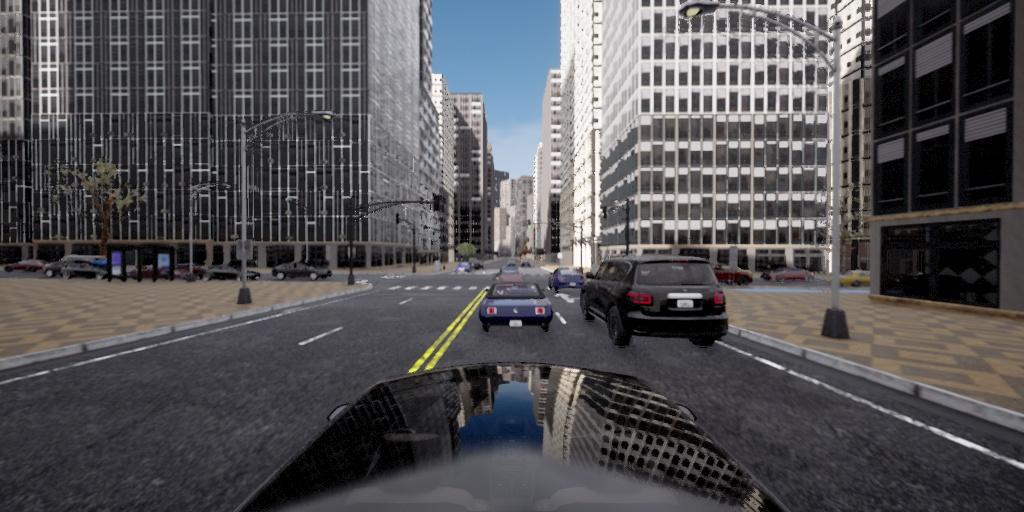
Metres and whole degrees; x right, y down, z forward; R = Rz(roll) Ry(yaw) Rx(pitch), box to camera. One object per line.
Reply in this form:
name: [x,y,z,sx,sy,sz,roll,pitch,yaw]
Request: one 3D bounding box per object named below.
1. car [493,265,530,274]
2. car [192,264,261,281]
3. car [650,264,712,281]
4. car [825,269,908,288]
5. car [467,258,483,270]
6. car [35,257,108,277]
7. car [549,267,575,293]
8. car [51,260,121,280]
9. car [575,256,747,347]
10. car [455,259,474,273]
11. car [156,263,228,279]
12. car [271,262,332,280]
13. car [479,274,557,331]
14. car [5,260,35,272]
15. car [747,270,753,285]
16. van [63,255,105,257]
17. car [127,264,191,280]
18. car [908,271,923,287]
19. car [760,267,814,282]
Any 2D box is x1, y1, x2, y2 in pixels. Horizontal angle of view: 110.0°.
car: [-0.211,1.457,22.753,1.994,1.385,4.181,0,-1,-5]
car: [-22.742,1.355,28.985,4.313,1.339,1.948,0,0,1]
car: [16.080,1.553,34.256,5.008,1.535,1.882,0,1,0]
car: [27.631,1.755,28.279,4.829,1.417,1.751,0,0,1]
car: [-6.597,1.305,58.991,2.150,2.045,5.566,0,0,0]
car: [-38.769,1.124,32.024,4.892,1.490,1.837,1,1,1]
car: [3.341,1.402,22.006,1.812,1.442,4.674,0,-1,0]
car: [-34.107,1.252,29.287,4.313,1.339,1.948,0,0,1]
car: [3.345,1.021,9.598,2.150,2.045,5.566,0,0,0]
car: [-6.608,1.555,49.026,1.812,1.442,4.674,0,0,-2]
car: [-28.332,1.314,31.809,4.718,1.301,1.895,1,1,1]
car: [-18.450,1.306,31.610,4.892,1.490,1.837,1,1,1]
car: [0.098,1.409,11.186,1.895,1.301,4.718,0,0,0]
car: [-50.984,1.034,38.058,4.207,1.307,1.802,0,0,1]
car: [16.183,1.447,28.471,5.009,1.841,2.192,0,0,1]
van: [-45.302,0.845,37.944,3.998,1.789,1.690,0,0,1]
car: [-28.426,1.320,29.116,4.207,1.307,1.802,0,0,1]
car: [33.101,1.860,28.187,4.207,1.307,1.802,0,0,1]
car: [26.094,1.726,34.085,4.181,1.385,1.994,0,1,1]
